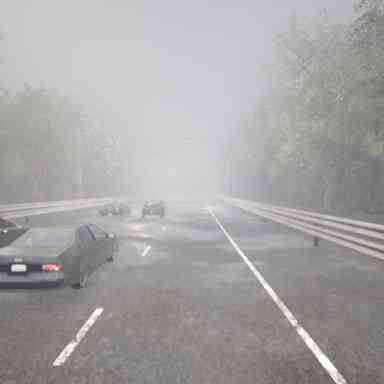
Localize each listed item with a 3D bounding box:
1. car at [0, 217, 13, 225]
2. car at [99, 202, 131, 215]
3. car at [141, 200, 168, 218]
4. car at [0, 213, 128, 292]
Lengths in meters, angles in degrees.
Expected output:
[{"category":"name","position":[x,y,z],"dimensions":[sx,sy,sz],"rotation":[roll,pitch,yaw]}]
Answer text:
[{"category":"car","position":[-6.877,1.485,10.725],"dimensions":[1.837,1.490,4.892],"rotation":[0,0,0]},{"category":"car","position":[-6.678,1.536,29.490],"dimensions":[1.895,1.301,4.718],"rotation":[0,0,1]},{"category":"car","position":[-3.195,1.424,29.049],"dimensions":[2.128,1.511,4.902],"rotation":[0,0,1]},{"category":"car","position":[-3.383,1.528,9.022],"dimensions":[2.033,1.411,5.357],"rotation":[0,0,0]}]
